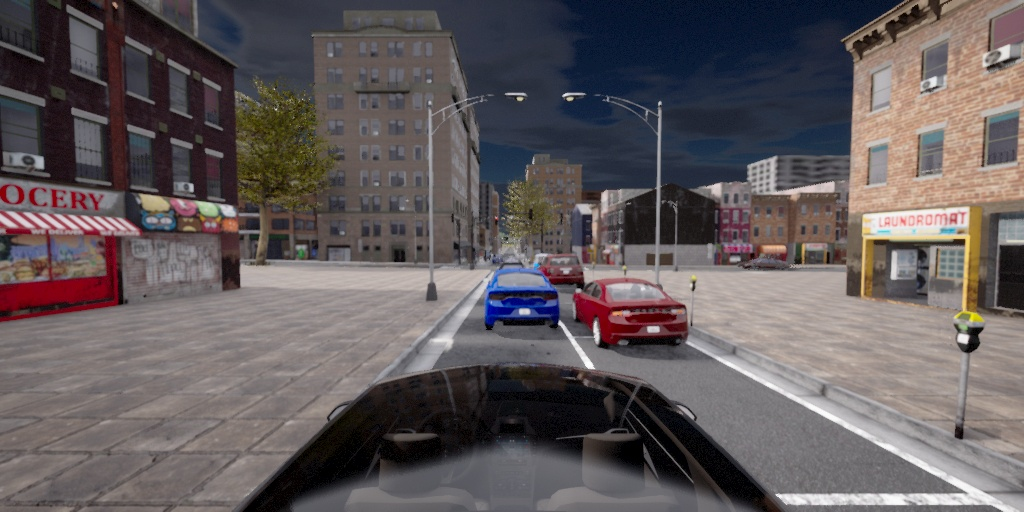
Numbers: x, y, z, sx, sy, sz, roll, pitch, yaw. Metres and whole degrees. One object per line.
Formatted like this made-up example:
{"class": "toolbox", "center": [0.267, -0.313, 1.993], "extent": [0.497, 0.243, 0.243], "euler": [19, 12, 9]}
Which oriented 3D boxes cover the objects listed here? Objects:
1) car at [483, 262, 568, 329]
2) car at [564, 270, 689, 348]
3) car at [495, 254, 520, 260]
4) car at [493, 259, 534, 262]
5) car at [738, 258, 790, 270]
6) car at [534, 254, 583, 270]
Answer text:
{"class": "car", "center": [0.164, 1.096, 10.693], "extent": [1.882, 1.535, 5.008], "euler": [0, 1, -3]}
{"class": "car", "center": [2.624, 1.190, 8.857], "extent": [1.888, 1.381, 4.507], "euler": [0, 0, 0]}
{"class": "car", "center": [0.008, 0.871, 29.045], "extent": [2.128, 1.511, 4.902], "euler": [0, 1, 0]}
{"class": "car", "center": [0.054, 1.058, 19.929], "extent": [1.994, 1.385, 4.181], "euler": [0, 1, -1]}
{"class": "car", "center": [30.364, 0.960, 43.292], "extent": [5.357, 1.411, 2.033], "euler": [0, 2, 0]}
{"class": "car", "center": [2.601, 0.816, 19.435], "extent": [2.192, 1.841, 5.009], "euler": [0, 0, 0]}
